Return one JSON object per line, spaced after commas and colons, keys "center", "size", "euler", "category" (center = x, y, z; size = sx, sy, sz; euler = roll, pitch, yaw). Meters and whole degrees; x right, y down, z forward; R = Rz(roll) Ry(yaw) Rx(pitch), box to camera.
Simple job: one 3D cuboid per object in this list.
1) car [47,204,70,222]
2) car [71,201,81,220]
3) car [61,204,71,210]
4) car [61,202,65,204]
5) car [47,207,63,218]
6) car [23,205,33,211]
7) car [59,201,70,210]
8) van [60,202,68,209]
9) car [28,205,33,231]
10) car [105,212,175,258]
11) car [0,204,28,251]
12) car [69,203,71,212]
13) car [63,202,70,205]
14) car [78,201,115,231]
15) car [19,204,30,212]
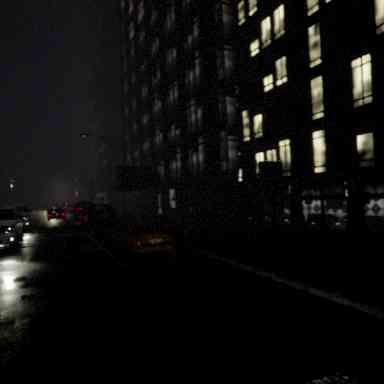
{"center": [-14.866, 2.443, 36.575], "size": [2.033, 1.411, 5.357], "euler": [-2, -1, -23], "category": "car"}
{"center": [-12.502, 2.059, 38.793], "size": [2.150, 2.045, 5.566], "euler": [-2, -1, -23], "category": "car"}
{"center": [-29.039, 3.379, 76.377], "size": [2.008, 1.369, 4.403], "euler": [-1, -1, -23], "category": "car"}
{"center": [-22.379, 2.864, 60.827], "size": [1.967, 1.590, 4.097], "euler": [-1, -1, -23], "category": "car"}
{"center": [-18.968, 2.746, 46.044], "size": [1.895, 1.301, 4.718], "euler": [-2, -1, -23], "category": "car"}
{"center": [-41.168, 3.897, 83.417], "size": [2.008, 1.369, 4.403], "euler": [-1, -1, -23], "category": "car"}
{"center": [-31.267, 3.278, 81.564], "size": [2.192, 1.841, 5.009], "euler": [-1, -1, -23], "category": "car"}
{"center": [-33.487, 3.438, 86.749], "size": [1.690, 1.788, 3.998], "euler": [-1, -1, -23], "category": "van"}
{"center": [-13.891, 1.973, 26.312], "size": [2.150, 2.045, 5.566], "euler": [-2, -1, -24], "category": "car"}
{"center": [-2.160, 1.706, 13.542], "size": [1.752, 1.417, 4.829], "euler": [-1, -1, -23], "category": "car"}
{"center": [-9.683, 1.712, 16.461], "size": [2.150, 2.045, 5.566], "euler": [-2, -1, -23], "category": "car"}
{"center": [-15.207, 2.475, 45.209], "size": [1.882, 1.535, 5.008], "euler": [-2, -1, -23], "category": "car"}
{"center": [-20.155, 2.833, 55.641], "size": [1.887, 1.381, 4.507], "euler": [-1, -1, -23], "category": "car"}
{"center": [-6.836, 1.786, 24.540], "size": [2.192, 1.841, 5.009], "euler": [-1, -1, -23], "category": "car"}
{"center": [-36.728, 3.518, 73.048], "size": [1.967, 1.590, 4.097], "euler": [-1, -1, -23], "category": "car"}
